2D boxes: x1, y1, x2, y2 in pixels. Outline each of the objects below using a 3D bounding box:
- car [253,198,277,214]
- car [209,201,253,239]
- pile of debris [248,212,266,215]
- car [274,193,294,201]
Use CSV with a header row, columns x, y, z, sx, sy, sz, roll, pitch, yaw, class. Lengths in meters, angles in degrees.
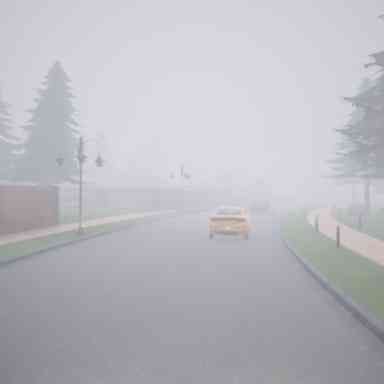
x,y,z,sx,sy,sz,roll,pitch,yaw,class
7.598,1.608,35.789,1.895,1.301,4.718,1,0,23,car
2.087,1.477,17.615,1.882,1.535,5.008,0,0,11,car
6.718,2.185,34.228,1.500,0.140,1.860,0,0,22,pile of debris
21.559,1.222,79.181,3.866,1.878,1.905,0,0,39,car
